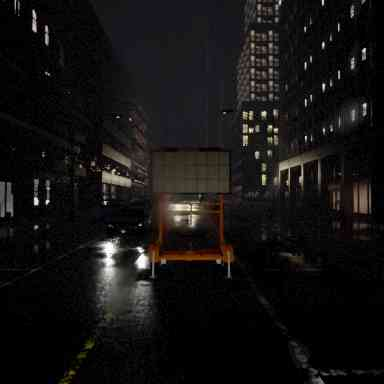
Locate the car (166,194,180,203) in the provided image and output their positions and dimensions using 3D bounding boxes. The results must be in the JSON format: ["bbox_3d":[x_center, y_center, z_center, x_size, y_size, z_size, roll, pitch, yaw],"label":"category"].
[{"bbox_3d":[-3.148,1.523,58.880,1.994,1.385,4.181,0,0,0],"label":"car"}]

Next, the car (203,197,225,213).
[{"bbox_3d":[2.614,1.537,36.514,2.008,1.369,4.403,1,0,0],"label":"car"}]

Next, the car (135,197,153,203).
[{"bbox_3d":[-5.768,1.552,36.610,1.947,1.339,4.313,1,0,0],"label":"car"}]

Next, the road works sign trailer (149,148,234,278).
[{"bbox_3d":[-0.025,0.465,10.128,2.380,3.560,2.880,0,0,0],"label":"road works sign trailer"}]

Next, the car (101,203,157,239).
[{"bbox_3d":[-3.145,1.524,17.511,1.812,1.442,4.674,0,0,0],"label":"car"}]

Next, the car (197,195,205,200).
[{"bbox_3d":[2.462,1.474,87.796,1.947,1.339,4.313,1,0,0],"label":"car"}]

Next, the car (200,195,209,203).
[{"bbox_3d":[2.586,1.519,47.910,1.887,1.381,4.507,1,0,0],"label":"car"}]

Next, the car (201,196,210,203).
[{"bbox_3d":[2.599,1.532,42.212,2.008,1.369,4.403,1,0,0],"label":"car"}]

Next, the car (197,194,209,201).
[{"bbox_3d":[2.547,1.264,65.005,2.192,1.841,5.009,1,0,0],"label":"car"}]

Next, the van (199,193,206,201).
[{"bbox_3d":[2.514,1.261,82.098,1.690,1.788,3.998,1,0,0],"label":"van"}]

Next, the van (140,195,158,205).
[{"bbox_3d":[-5.777,1.322,42.307,1.690,1.788,3.998,1,0,0],"label":"van"}]

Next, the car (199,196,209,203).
[{"bbox_3d":[2.528,1.491,70.702,2.008,1.369,4.403,1,0,0],"label":"car"}]

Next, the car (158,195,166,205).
[{"bbox_3d":[-5.810,1.518,53.705,2.008,1.369,4.403,1,0,0],"label":"car"}]

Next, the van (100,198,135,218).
[{"bbox_3d":[-5.735,1.335,25.209,1.690,1.788,3.998,1,0,0],"label":"van"}]

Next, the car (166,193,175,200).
[{"bbox_3d":[-5.904,1.212,93.594,2.192,1.841,5.009,1,0,0],"label":"car"}]
